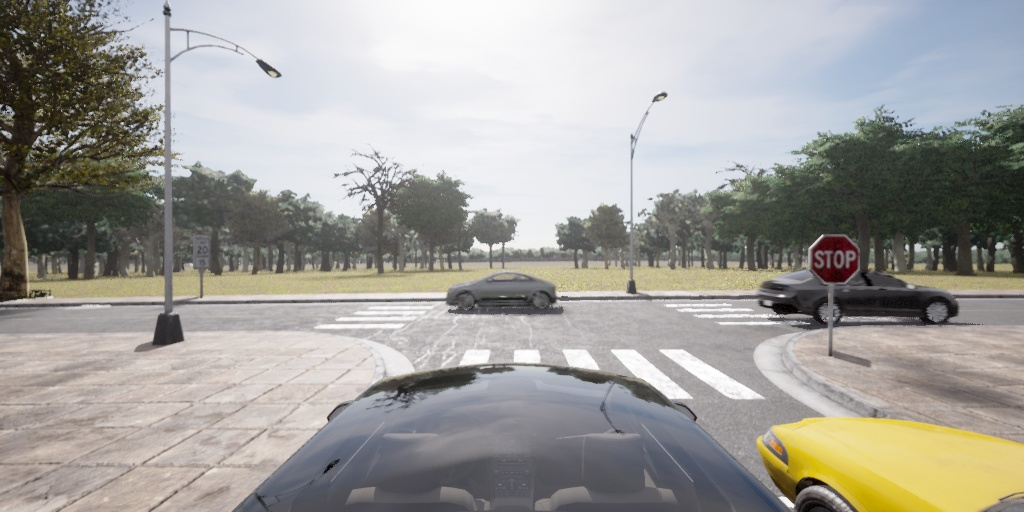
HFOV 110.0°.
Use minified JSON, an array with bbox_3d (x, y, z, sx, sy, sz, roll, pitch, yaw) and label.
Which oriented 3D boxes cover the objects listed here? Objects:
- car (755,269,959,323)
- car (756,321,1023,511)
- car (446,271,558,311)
[{"bbox_3d":[9.924,1.115,10.505,4.892,1.490,1.837,0,0,1],"label":"car"},{"bbox_3d":[2.628,1.279,0.630,1.751,1.417,4.829,0,0,0],"label":"car"},{"bbox_3d":[-0.366,1.257,13.582,4.181,1.385,1.994,-1,0,1],"label":"car"}]
